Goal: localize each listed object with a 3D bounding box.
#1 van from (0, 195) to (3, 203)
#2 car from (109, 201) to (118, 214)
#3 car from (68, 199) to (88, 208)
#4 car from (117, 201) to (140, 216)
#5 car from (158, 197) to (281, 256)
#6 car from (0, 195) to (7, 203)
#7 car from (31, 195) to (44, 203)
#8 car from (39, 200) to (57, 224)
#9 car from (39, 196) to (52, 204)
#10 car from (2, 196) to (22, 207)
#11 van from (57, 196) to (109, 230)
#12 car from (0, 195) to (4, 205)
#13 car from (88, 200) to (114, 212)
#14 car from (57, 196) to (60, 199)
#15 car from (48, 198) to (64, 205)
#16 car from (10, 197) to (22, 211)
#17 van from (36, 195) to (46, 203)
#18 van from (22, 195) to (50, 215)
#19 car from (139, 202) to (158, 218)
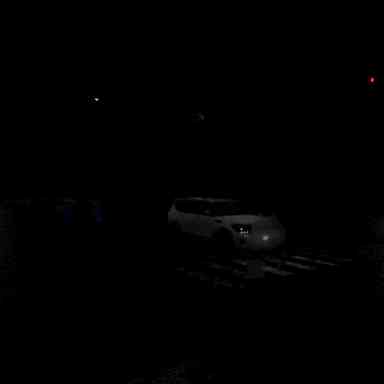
[{"bbox_3d":[-46.505,1.607,79.850,1.690,1.788,3.998,1,-1,-34],"label":"van"},{"bbox_3d":[-8.744,1.729,38.601,1.887,1.381,4.507,1,-1,-34],"label":"car"},{"bbox_3d":[-17.942,1.794,52.392,1.887,1.381,4.507,1,-1,-34],"label":"car"},{"bbox_3d":[-5.678,1.708,34.005,1.887,1.381,4.507,1,-1,-34],"label":"car"},{"bbox_3d":[1.000,1.240,13.588,2.150,2.045,5.566,1,-1,-34],"label":"car"},{"bbox_3d":[-43.441,1.559,75.253,2.192,1.841,5.009,1,-1,-34],"label":"car"},{"bbox_3d":[-39.402,1.717,84.571,2.192,1.841,5.009,1,-1,-34],"label":"car"},{"bbox_3d":[-9.740,1.551,24.679,1.887,1.381,4.507,1,-1,-34],"label":"car"},{"bbox_3d":[-33.271,1.798,75.377,1.967,1.590,4.097,1,-1,-34],"label":"car"},{"bbox_3d":[-28.123,1.686,52.264,2.008,1.369,4.403,1,-1,-34],"label":"car"},{"bbox_3d":[-6.674,1.327,20.083,1.690,1.788,3.998,1,-1,-34],"label":"van"},{"bbox_3d":[-37.221,1.725,65.915,1.752,1.417,4.829,1,-1,-34],"label":"car"},{"bbox_3d":[-11.904,1.732,43.340,1.752,1.417,4.829,1,-1,-34],"label":"car"},{"bbox_3d":[-21.006,1.586,56.991,2.192,1.841,5.009,1,-1,-34],"label":"car"},{"bbox_3d":[-27.140,1.865,66.182,2.008,1.369,4.403,1,-1,-34],"label":"car"},{"bbox_3d":[-21.996,1.673,43.068,1.802,1.307,4.206,1,-1,-34],"label":"car"},{"bbox_3d":[-36.335,1.721,79.973,1.690,1.788,3.998,1,-1,-34],"label":"van"},{"bbox_3d":[-15.866,1.389,33.875,1.690,1.788,3.998,1,-1,-34],"label":"van"},{"bbox_3d":[-2.612,1.687,29.408,1.887,1.381,4.507,1,-1,-34],"label":"car"}]
